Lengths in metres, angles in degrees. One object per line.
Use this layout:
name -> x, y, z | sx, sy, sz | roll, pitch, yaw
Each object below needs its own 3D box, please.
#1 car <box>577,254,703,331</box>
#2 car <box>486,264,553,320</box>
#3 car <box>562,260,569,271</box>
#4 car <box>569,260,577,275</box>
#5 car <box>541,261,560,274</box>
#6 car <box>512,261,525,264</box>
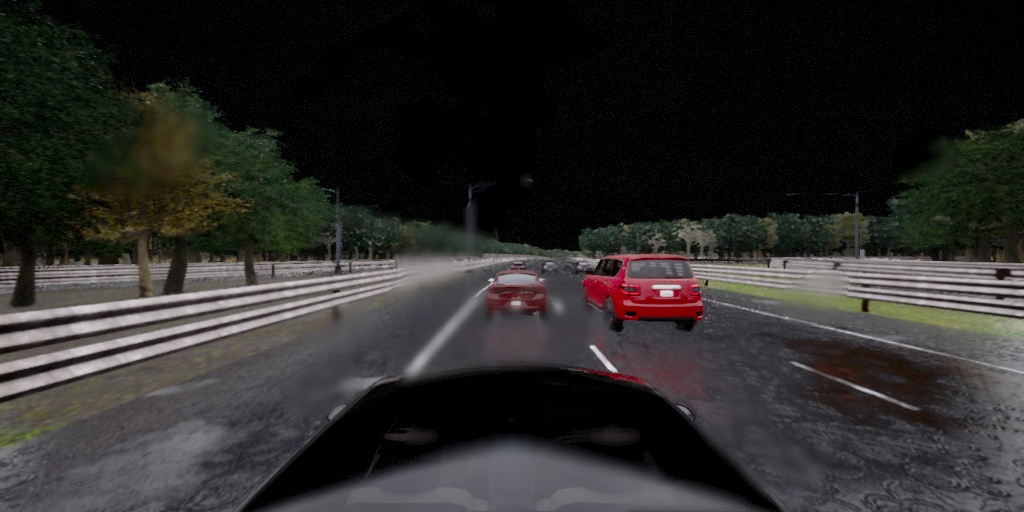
car -> 3.658, 0.971, 11.104 | 2.150, 2.045, 5.566 | 0, 0, 1
car -> 0.178, 1.224, 12.726 | 1.882, 1.535, 5.008 | 0, 0, 1
car -> 8.150, 1.255, 50.232 | 1.837, 1.490, 4.892 | 0, 0, 3
car -> 7.691, 1.273, 39.266 | 1.812, 1.442, 4.674 | 0, 0, 2
car -> 4.223, 1.269, 40.115 | 1.812, 1.442, 4.674 | 0, 0, 2
car -> 0.727, 1.247, 40.155 | 1.837, 1.490, 4.892 | 0, 0, 2
